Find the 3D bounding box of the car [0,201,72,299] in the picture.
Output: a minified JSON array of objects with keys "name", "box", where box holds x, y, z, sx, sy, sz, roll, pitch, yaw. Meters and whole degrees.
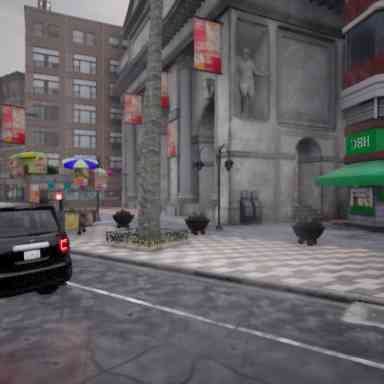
[{"name":"car","box":[-5.042,1.220,7.538,5.566,2.045,2.150,0,0,36]}]
